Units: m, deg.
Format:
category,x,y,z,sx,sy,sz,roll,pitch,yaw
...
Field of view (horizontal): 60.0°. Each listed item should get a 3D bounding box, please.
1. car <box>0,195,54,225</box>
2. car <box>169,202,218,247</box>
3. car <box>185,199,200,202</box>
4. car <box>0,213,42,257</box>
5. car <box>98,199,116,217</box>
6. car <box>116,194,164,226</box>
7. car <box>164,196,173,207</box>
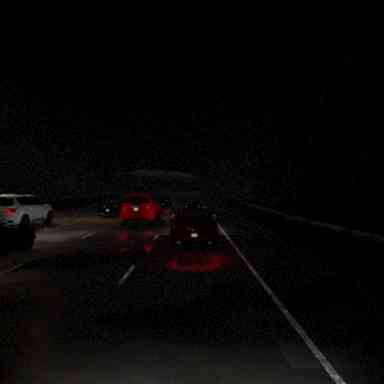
category,x,y,z,sx,sy,sz,roll,pitch,yaw
car,-10.417,1.159,20.231,2.150,2.045,5.566,0,0,0
car,0.088,1.445,14.819,1.882,1.535,5.008,0,0,0
car,0.071,1.405,34.429,1.895,1.301,4.718,0,1,0
car,-6.909,1.587,10.664,1.895,1.301,4.718,0,0,0
car,-6.925,1.333,29.792,1.882,1.535,5.008,0,1,0
car,-3.420,1.137,23.011,2.150,2.045,5.566,0,0,0
car,-3.436,1.195,41.941,2.128,1.511,4.902,0,1,0
